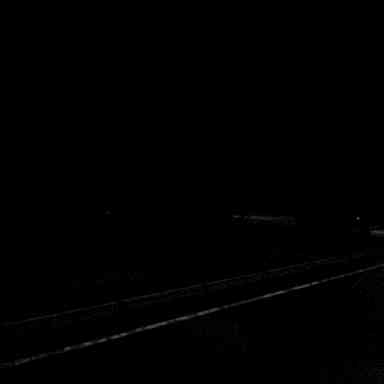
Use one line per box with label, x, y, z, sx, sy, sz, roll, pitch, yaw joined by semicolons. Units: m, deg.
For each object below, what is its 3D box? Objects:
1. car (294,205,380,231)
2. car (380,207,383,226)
car;8.976;1.648;21.278;1.895;1.301;4.718;0;0;-33
car;12.503;1.605;23.132;1.994;1.385;4.181;0;0;-42
